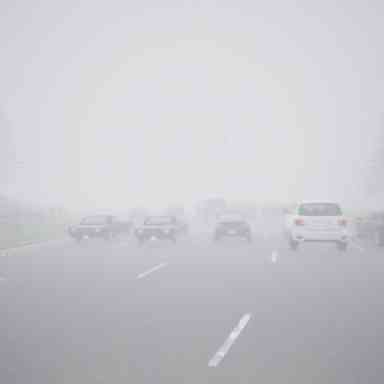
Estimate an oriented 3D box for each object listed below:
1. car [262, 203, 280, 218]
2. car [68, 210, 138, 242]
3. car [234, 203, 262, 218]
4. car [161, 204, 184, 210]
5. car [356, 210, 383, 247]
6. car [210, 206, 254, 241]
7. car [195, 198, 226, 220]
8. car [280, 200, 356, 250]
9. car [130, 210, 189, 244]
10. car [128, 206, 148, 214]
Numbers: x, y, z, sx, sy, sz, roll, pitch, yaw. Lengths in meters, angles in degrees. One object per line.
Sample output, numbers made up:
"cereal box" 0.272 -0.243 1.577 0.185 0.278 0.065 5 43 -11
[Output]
"car" 8.666 1.843 34.738 2.128 1.511 4.902 -1 -1 -10
"car" -4.779 1.915 18.293 1.895 1.301 4.718 -1 -1 9
"car" 5.177 1.900 34.367 1.837 1.490 4.892 -1 0 -11
"car" -1.922 1.986 33.551 1.837 1.490 4.892 0 0 -12
"car" 9.005 1.592 15.394 1.837 1.490 4.892 -1 0 11
"car" 2.176 1.738 17.868 1.812 1.442 4.674 -1 -1 8
"car" 1.838 1.642 32.800 2.150 2.045 5.566 -1 -1 -11
"car" 5.423 1.355 15.149 2.150 2.045 5.566 -1 -1 12
"car" -1.394 1.856 17.410 1.895 1.301 4.718 -1 -1 9
"car" -5.475 2.091 33.348 1.994 1.385 4.181 -1 -1 -13
